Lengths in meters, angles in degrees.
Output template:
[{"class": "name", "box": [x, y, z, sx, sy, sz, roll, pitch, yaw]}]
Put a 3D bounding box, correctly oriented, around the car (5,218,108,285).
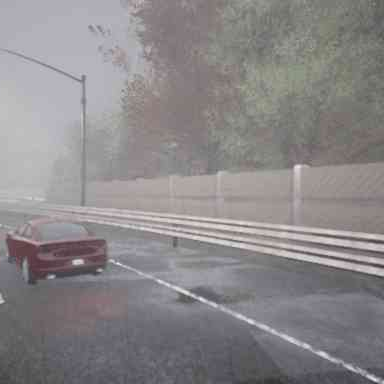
[{"class": "car", "box": [-4.172, 1.510, 9.835, 1.882, 1.535, 5.008, 0, 0, -37]}]
